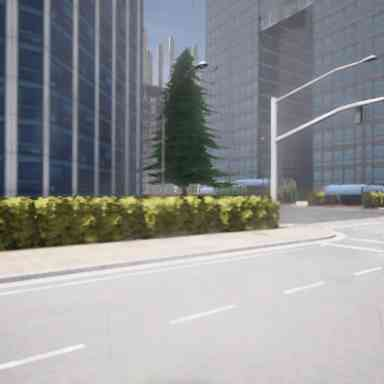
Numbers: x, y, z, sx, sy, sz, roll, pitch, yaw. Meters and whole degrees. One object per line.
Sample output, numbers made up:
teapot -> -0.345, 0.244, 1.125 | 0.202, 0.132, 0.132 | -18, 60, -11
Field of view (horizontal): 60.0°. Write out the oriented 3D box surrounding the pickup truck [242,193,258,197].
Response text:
pickup truck -> 11.553, 1.299, 65.522 | 2.390, 2.098, 6.274 | 0, 0, -6
